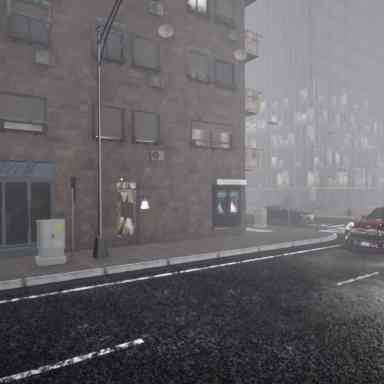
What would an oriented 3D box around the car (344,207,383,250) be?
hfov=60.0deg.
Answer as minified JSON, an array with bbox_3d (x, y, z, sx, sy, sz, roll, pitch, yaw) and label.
[{"bbox_3d":[8.211,1.370,13.536,4.553,1.767,2.097,1,-1,-36],"label":"car"}]

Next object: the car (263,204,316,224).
[{"bbox_3d":[7.726,1.758,27.303,2.128,1.511,4.902,-1,-1,-35],"label":"car"}]
